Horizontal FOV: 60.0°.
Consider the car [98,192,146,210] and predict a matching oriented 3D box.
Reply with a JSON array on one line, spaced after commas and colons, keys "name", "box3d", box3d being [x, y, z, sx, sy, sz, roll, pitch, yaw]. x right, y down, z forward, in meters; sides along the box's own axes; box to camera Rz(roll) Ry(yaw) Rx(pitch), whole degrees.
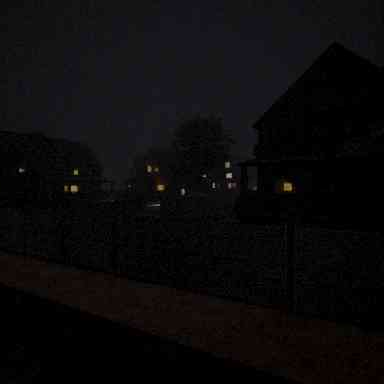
[{"name": "car", "box3d": [-6.254, 0.792, 29.613, 2.097, 1.767, 4.553, 1, 2, 35]}]

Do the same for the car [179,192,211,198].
[{"name": "car", "box3d": [0.370, 0.719, 38.979, 2.033, 1.411, 5.357, 1, 2, 35]}]

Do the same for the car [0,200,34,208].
[{"name": "car", "box3d": [-12.028, 1.241, 21.413, 1.994, 1.385, 4.181, 1, 2, 36]}]
